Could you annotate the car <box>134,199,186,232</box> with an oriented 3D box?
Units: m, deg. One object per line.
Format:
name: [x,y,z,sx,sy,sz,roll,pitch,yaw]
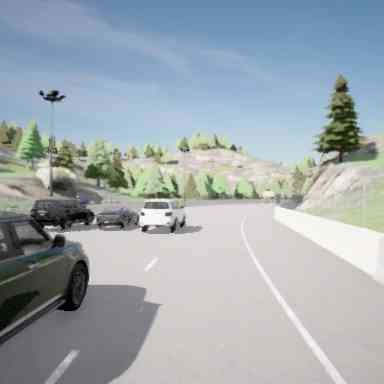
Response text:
car: [-1.831,1.490,22.300,2.150,2.045,5.566,0,0,8]

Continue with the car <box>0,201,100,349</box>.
car: [-3.347,1.269,4.804,2.150,2.045,5.566,0,0,3]

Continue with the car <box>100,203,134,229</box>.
car: [-5.139,1.762,23.783,2.128,1.511,4.902,0,-1,8]

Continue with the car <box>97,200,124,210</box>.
car: [-13.164,2.079,54.088,1.882,1.535,5.008,0,-1,16]

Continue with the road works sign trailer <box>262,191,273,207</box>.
road works sign trailer: [17.345,1.480,75.980,2.380,3.560,2.880,0,-1,27]

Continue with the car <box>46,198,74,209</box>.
car: [-22.973,1.955,57.960,2.097,1.767,4.553,0,-1,16]

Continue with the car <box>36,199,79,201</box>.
car: [-8.801,1.466,22.992,2.150,2.045,5.566,0,0,8]

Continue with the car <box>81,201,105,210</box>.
car: [-16.420,2.166,55.421,1.994,1.385,4.181,0,-1,16]

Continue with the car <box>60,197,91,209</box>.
car: [-19.737,1.822,56.590,2.150,2.045,5.566,0,-1,16]
